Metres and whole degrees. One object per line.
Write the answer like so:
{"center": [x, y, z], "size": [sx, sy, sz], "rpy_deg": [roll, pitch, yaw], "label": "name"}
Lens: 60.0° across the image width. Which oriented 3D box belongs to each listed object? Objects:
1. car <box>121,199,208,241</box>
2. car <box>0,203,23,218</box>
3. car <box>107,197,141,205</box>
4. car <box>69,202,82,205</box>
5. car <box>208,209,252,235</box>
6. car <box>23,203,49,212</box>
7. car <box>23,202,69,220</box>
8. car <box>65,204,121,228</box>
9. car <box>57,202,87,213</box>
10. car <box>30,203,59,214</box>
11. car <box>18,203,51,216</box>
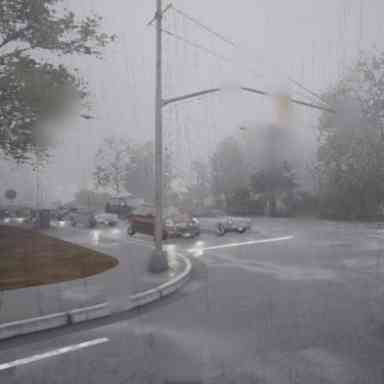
{"center": [-1.567, 1.436, 17.278], "size": [2.097, 1.767, 4.553], "rpy_deg": [0, -1, -38], "label": "car"}
{"center": [-21.304, 2.225, 38.164], "size": [4.718, 1.301, 1.895], "rpy_deg": [-2, -1, 41], "label": "car"}
{"center": [-5.028, 1.444, 27.008], "size": [2.150, 2.045, 5.566], "rpy_deg": [0, -1, -41], "label": "car"}
{"center": [-11.934, 1.914, 34.269], "size": [4.902, 1.511, 2.128], "rpy_deg": [-2, -1, 44], "label": "car"}
{"center": [1.221, 1.689, 19.486], "size": [1.895, 1.301, 4.718], "rpy_deg": [0, -1, -39], "label": "car"}
{"center": [-25.729, 2.479, 54.779], "size": [4.181, 1.385, 1.994], "rpy_deg": [-1, -1, 34], "label": "car"}
{"center": [-13.749, 1.905, 31.143], "size": [4.892, 1.490, 1.837], "rpy_deg": [-2, -1, 45], "label": "car"}
{"center": [-7.256, 1.809, 24.241], "size": [1.895, 1.301, 4.718], "rpy_deg": [0, -1, -41], "label": "car"}
{"center": [-17.579, 2.218, 48.789], "size": [4.892, 1.490, 1.837], "rpy_deg": [-2, -1, 39], "label": "car"}
{"center": [-20.802, 2.302, 46.877], "size": [4.181, 1.385, 1.994], "rpy_deg": [-2, -1, 39], "label": "car"}
{"center": [-19.581, 2.147, 41.299], "size": [4.892, 1.490, 1.837], "rpy_deg": [-2, -1, 40], "label": "car"}
